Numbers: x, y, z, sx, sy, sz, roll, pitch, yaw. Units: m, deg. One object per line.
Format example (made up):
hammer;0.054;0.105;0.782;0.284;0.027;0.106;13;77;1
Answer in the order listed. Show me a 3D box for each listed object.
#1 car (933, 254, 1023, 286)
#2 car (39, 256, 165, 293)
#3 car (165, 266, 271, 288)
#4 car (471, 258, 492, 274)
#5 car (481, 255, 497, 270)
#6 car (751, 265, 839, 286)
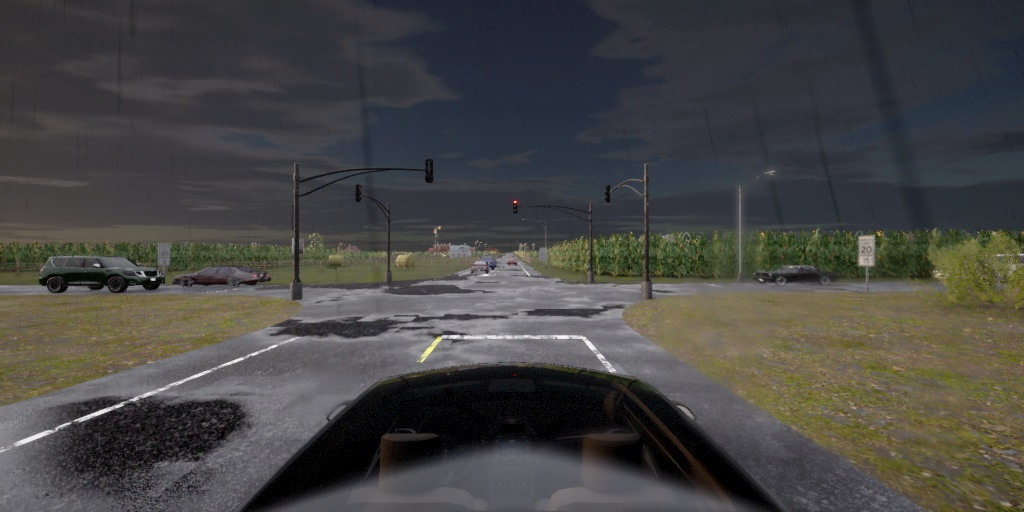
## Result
car;31.825;0.874;23.963;5.566;2.045;2.150;0;0;0
car;-23.374;1.007;20.569;5.566;2.045;2.150;0;0;0
car;-18.950;1.339;23.548;5.357;1.411;2.033;0;0;0
car;-3.604;1.246;41.235;1.812;1.442;4.674;0;0;0
car;-3.593;0.926;51.186;2.150;2.045;5.566;0;0;0
car;18.726;1.292;23.869;4.718;1.301;1.895;0;0;-3
